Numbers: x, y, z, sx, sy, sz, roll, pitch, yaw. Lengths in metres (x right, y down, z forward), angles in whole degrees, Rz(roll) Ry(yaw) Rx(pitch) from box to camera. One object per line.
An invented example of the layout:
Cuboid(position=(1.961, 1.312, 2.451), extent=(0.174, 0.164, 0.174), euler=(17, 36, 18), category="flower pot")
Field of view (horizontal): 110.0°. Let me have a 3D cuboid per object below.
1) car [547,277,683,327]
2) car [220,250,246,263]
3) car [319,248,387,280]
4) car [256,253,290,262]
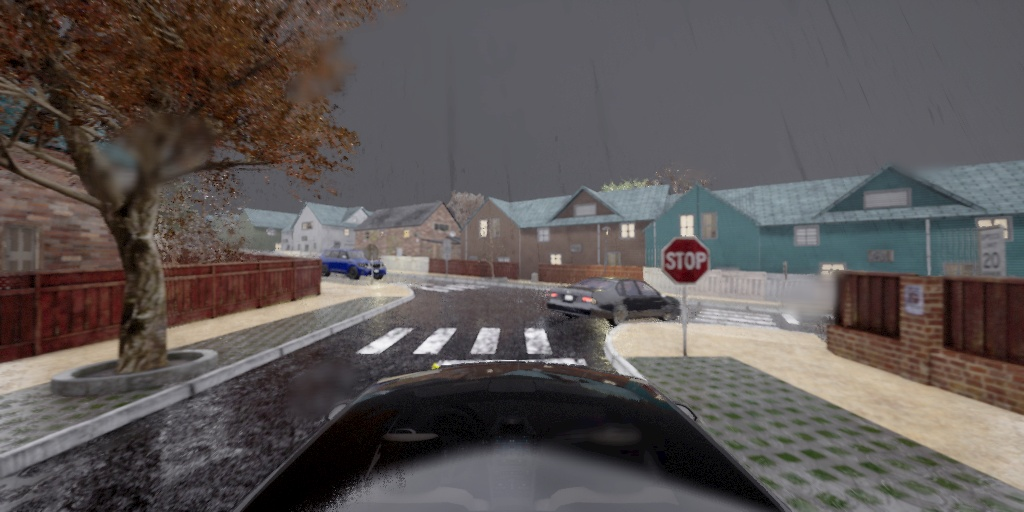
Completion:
Cuboid(position=(3.508, 1.400, 11.626), extent=(5.357, 1.411, 2.033), euler=(6, -3, -40), category="car")
Cuboid(position=(-28.455, 0.135, 35.891), extent=(5.008, 1.535, 1.882), euler=(2, 0, 32), category="car")
Cuboid(position=(-11.229, 0.545, 25.071), extent=(5.566, 2.045, 2.150), euler=(2, 0, 32), category="car")
Cuboid(position=(-19.844, 0.492, 30.479), extent=(4.892, 1.490, 1.837), euler=(2, 0, 32), category="car")
